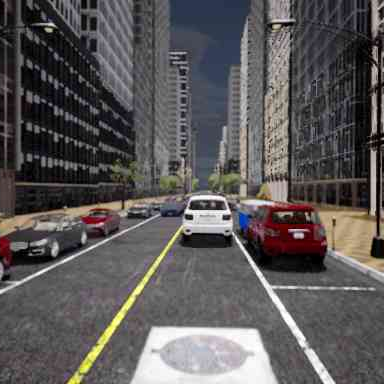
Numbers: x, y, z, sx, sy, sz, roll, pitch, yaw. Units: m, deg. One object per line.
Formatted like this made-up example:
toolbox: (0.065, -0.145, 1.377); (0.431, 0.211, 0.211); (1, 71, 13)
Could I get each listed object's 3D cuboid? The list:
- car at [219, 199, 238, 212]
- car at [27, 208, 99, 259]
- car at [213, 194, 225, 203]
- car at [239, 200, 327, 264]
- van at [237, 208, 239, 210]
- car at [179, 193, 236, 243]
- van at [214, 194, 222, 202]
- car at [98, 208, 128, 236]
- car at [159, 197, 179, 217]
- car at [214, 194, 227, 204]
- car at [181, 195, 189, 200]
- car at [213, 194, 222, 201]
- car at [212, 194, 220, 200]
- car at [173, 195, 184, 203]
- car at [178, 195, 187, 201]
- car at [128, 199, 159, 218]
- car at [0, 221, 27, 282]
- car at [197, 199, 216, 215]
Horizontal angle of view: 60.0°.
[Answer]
car: (4.367, 1.546, 40.262); (2.008, 1.369, 4.403); (0, 0, 2)
car: (-5.224, 1.508, 12.229); (2.008, 1.369, 4.403); (0, 0, 2)
car: (5.583, 1.293, 68.655); (2.192, 1.841, 5.009); (0, 0, 2)
car: (3.149, 1.326, 11.870); (2.192, 1.841, 5.009); (0, 0, 2)
van: (3.392, 1.349, 17.549); (1.690, 1.788, 3.998); (0, 0, 2)
car: (0.759, 1.213, 16.348); (2.150, 2.045, 5.566); (0, 0, 2)
van: (5.826, 1.315, 74.333); (1.690, 1.788, 3.998); (0, 0, 2)
car: (-4.980, 1.536, 17.908); (1.802, 1.307, 4.206); (0, 0, 2)
car: (-1.766, 1.511, 31.406); (2.033, 1.411, 5.357); (0, 0, 3)
car: (5.339, 1.296, 62.976); (2.192, 1.841, 5.009); (0, 0, 2)
car: (-1.815, 1.459, 91.727); (2.008, 1.369, 4.403); (0, 0, 2)
car: (6.070, 1.410, 80.011); (1.967, 1.590, 4.097); (0, 0, 2)
car: (6.557, 1.402, 91.368); (1.967, 1.590, 4.097); (0, 0, 2)
car: (-2.796, 1.450, 68.844); (1.752, 1.417, 4.829); (0, 0, 2)
car: (-2.303, 1.483, 80.370); (1.947, 1.339, 4.313); (0, 0, 2)
car: (-4.493, 1.499, 29.264); (2.008, 1.369, 4.403); (0, 0, 2)
car: (-5.466, 1.505, 6.551); (1.887, 1.381, 4.507); (0, 0, 2)
car: (1.503, 1.508, 34.092); (1.812, 1.442, 4.674); (0, 0, 2)
